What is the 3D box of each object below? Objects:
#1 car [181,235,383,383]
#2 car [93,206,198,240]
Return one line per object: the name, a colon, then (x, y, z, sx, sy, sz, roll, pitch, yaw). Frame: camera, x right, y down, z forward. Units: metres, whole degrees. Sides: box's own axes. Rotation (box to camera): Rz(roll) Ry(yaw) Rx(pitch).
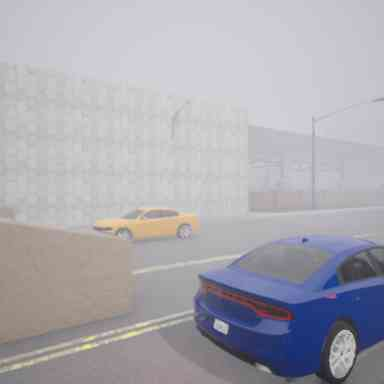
car: (2.360, 1.446, 5.436, 5.008, 1.535, 1.882, 0, 0, -36)
car: (-2.033, 1.432, 15.370, 5.008, 1.535, 1.882, 0, 0, -35)
